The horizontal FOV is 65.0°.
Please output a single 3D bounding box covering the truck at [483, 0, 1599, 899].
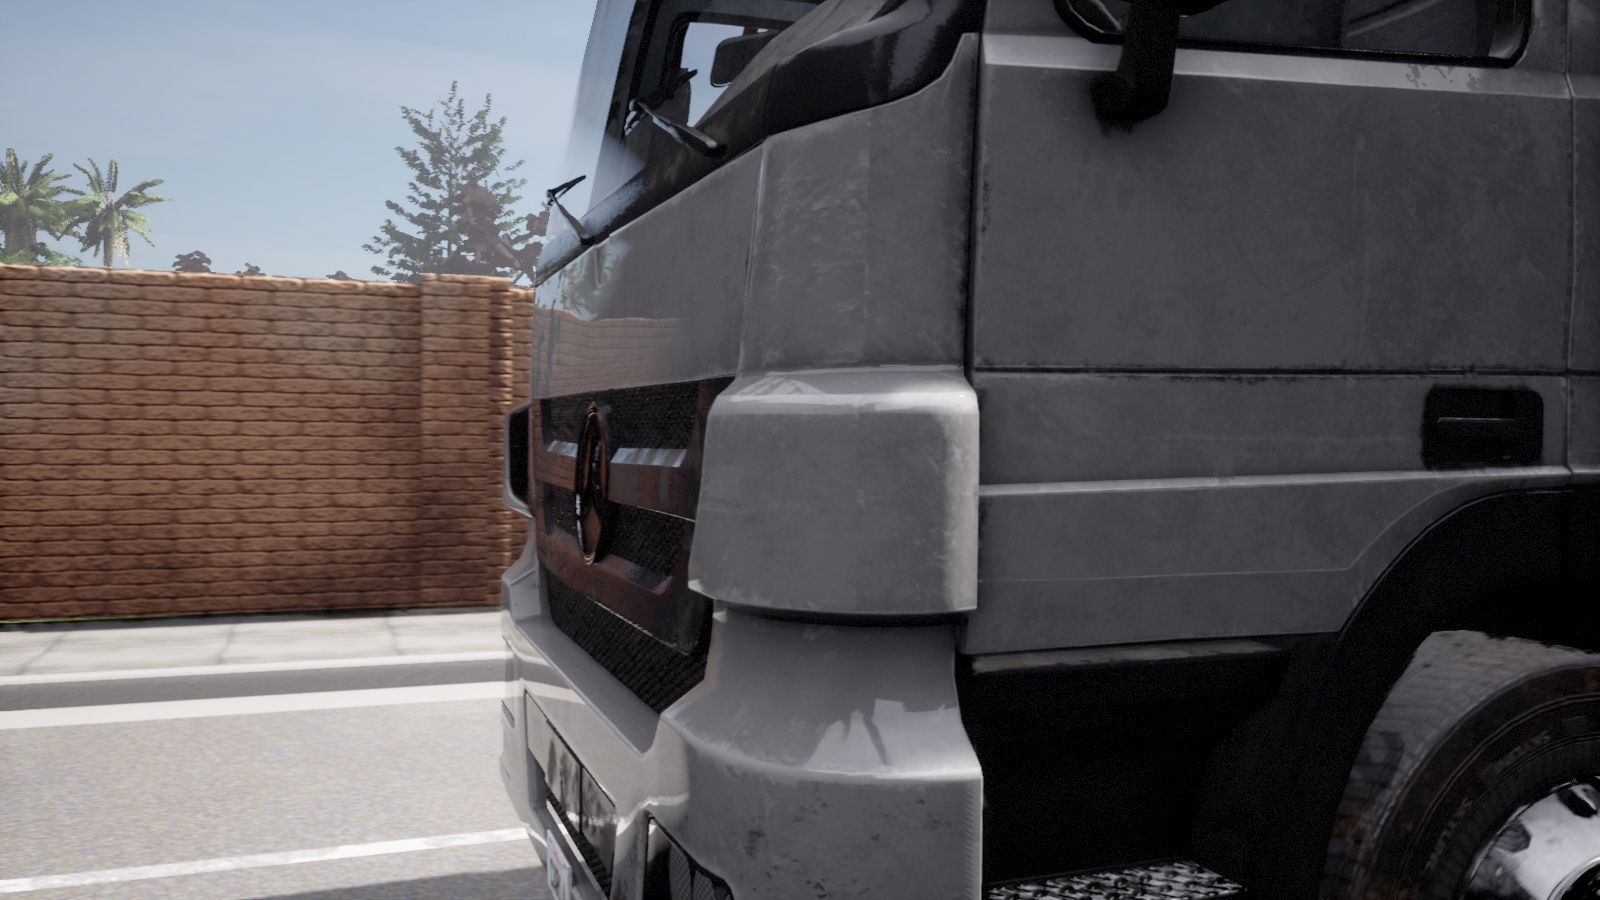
[{"bbox_3d":[3.141,-0.290,4.420,7.936,3.462,2.891,-1,1,-21],"label":"truck"}]
